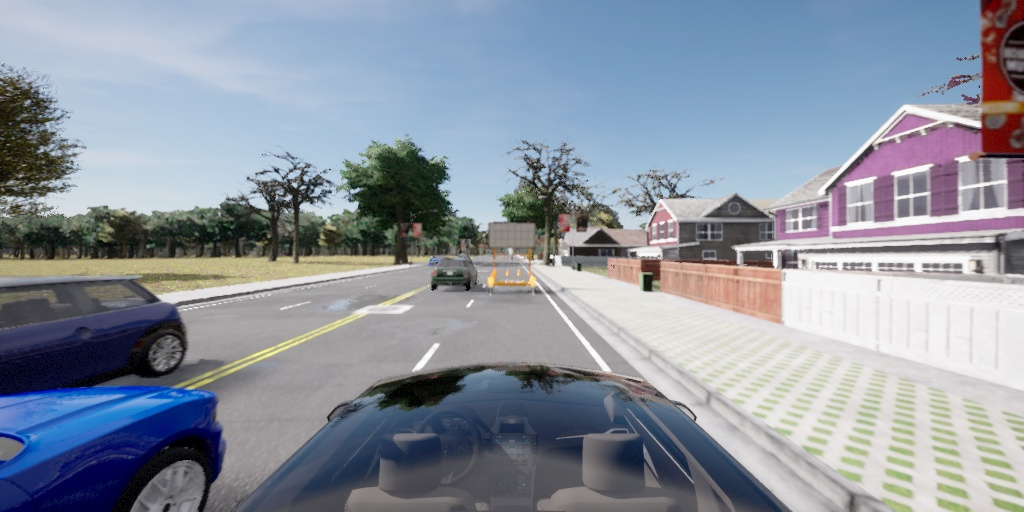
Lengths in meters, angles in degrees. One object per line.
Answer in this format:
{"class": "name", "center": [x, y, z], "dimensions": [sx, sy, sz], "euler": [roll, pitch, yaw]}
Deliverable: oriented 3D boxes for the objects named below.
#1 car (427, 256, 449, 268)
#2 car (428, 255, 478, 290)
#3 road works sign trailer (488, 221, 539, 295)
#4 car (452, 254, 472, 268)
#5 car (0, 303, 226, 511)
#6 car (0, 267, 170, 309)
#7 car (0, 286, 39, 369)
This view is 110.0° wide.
{"class": "car", "center": [-9.828, 0.724, 47.888], "dimensions": [1.882, 1.535, 5.008], "euler": [0, 0, 0]}
{"class": "car", "center": [-3.154, 0.886, 20.383], "dimensions": [2.097, 1.767, 4.553], "euler": [0, 1, 0]}
{"class": "road works sign trailer", "center": [-0.003, 0.025, 18.114], "dimensions": [2.380, 3.560, 2.880], "euler": [0, 0, 0]}
{"class": "car", "center": [-6.580, 0.600, 47.614], "dimensions": [2.097, 1.767, 4.553], "euler": [0, 1, 0]}
{"class": "car", "center": [-3.150, 1.240, 0.710], "dimensions": [1.882, 1.535, 5.008], "euler": [0, 1, 0]}
{"class": "car", "center": [-6.601, 1.073, 4.168], "dimensions": [2.097, 1.767, 4.553], "euler": [0, 1, 0]}
{"class": "car", "center": [-9.851, 1.280, 4.605], "dimensions": [1.994, 1.385, 4.181], "euler": [0, 1, 0]}
